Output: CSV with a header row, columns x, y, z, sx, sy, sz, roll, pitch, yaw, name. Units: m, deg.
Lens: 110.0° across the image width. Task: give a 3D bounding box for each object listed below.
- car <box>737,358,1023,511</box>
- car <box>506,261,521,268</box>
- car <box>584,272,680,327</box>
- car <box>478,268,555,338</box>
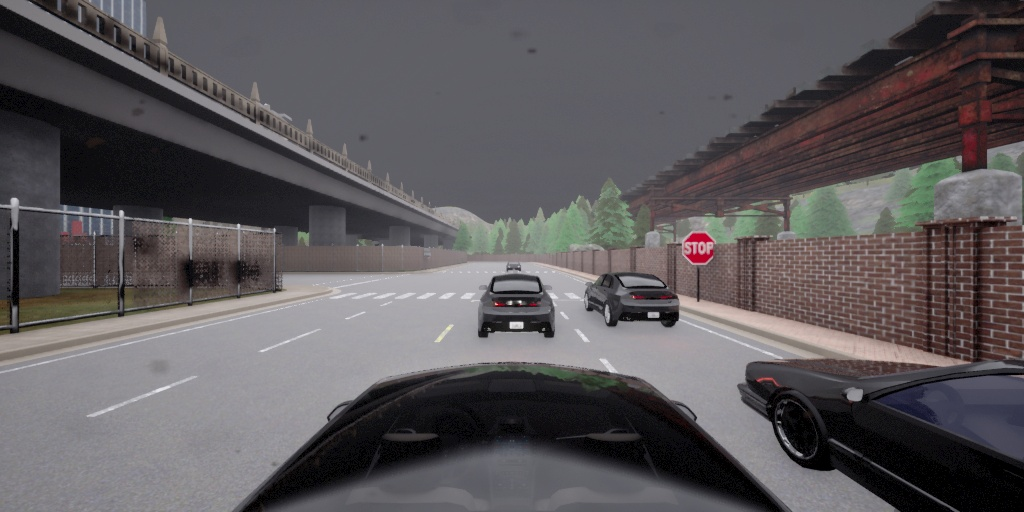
x,y,z,sx,sy,sz,roll,pitch,yaw,name
3.600,1.297,1.788,2.033,1.411,5.357,0,0,0,car
0.213,1.351,46.377,1.895,1.301,4.718,0,0,-1,car
3.606,1.255,11.534,1.837,1.490,4.892,0,0,0,car
0.104,1.255,10.177,1.837,1.490,4.892,0,0,0,car
